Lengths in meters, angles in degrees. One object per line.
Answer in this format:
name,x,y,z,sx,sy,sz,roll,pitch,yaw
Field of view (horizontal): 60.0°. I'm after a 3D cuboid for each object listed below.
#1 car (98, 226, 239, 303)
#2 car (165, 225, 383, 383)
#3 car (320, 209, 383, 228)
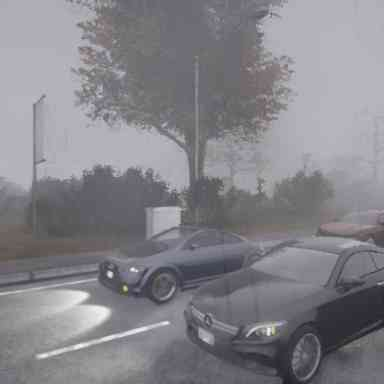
car,-0.113,1.564,8.214,4.181,1.385,1.994,0,0,-36
car,2.069,1.526,5.470,4.674,1.442,1.812,0,0,-36
car,6.998,1.470,13.303,5.008,1.535,1.882,0,0,-36
